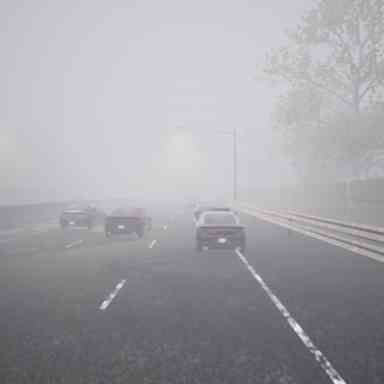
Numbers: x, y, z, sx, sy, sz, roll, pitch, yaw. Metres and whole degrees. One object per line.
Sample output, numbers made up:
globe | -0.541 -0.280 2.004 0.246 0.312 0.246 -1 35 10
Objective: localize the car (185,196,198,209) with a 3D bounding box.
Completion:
car | 0.003 1.724 48.168 2.033 1.411 5.357 0 0 0

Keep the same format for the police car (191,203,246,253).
police car | 1.050 1.475 14.087 1.930 1.638 5.238 0 0 0

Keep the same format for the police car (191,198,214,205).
police car | 1.050 1.511 24.087 1.930 1.638 5.238 0 0 0

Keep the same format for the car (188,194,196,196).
car | 0.001 1.473 67.285 2.150 2.045 5.566 0 0 0

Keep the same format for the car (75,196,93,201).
car | -17.557 1.772 56.124 1.994 1.385 4.181 0 0 0

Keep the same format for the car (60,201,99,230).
car | -6.900 1.568 21.558 2.128 1.511 4.902 0 0 0

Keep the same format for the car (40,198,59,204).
car | -24.546 1.740 57.564 1.812 1.442 4.674 0 0 1

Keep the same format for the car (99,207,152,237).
car | -3.399 1.543 18.457 1.882 1.535 5.008 0 0 0

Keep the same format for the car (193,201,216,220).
car | 1.050 1.614 29.978 1.837 1.490 4.892 0 0 0

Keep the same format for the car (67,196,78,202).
car | -21.037 1.577 60.348 2.097 1.767 4.553 0 0 1
